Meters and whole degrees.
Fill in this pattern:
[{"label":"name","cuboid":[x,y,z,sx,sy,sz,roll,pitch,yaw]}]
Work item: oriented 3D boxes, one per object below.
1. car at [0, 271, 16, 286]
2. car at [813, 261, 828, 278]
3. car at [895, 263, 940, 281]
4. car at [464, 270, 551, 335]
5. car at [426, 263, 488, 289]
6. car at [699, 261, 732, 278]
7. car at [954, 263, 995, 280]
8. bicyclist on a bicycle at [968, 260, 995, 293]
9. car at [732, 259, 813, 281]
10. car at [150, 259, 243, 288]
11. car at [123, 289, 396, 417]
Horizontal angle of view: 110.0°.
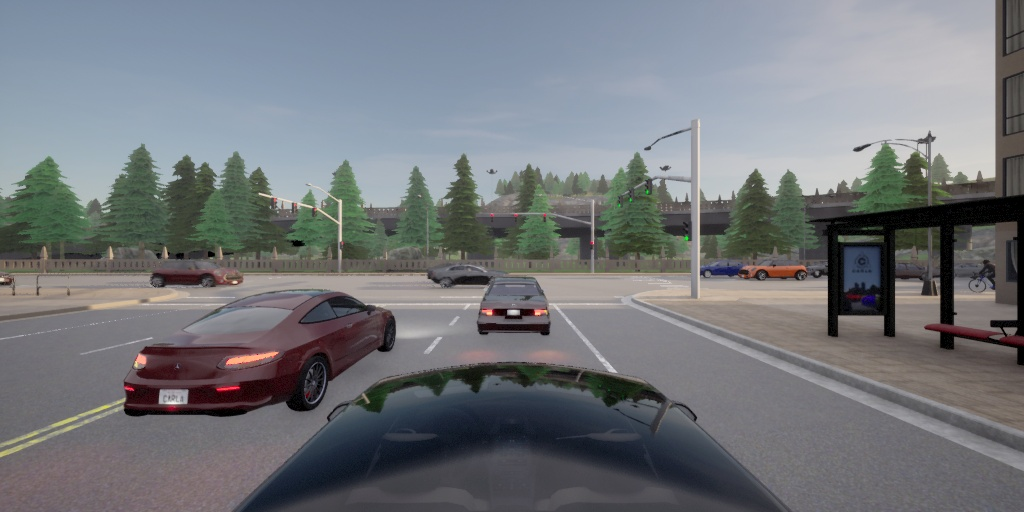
[{"label":"car","cuboid":[-34.292,1.220,22.447,4.674,1.442,1.812,0,0,0]},{"label":"car","cuboid":[28.286,1.186,32.146,4.902,1.511,2.128,0,0,4]},{"label":"car","cuboid":[30.554,1.242,28.534,5.357,1.411,2.033,0,0,6]},{"label":"car","cuboid":[0.087,1.297,10.464,2.033,1.411,5.357,0,0,1]},{"label":"car","cuboid":[-2.508,1.221,22.132,4.902,1.511,2.128,0,0,1]},{"label":"car","cuboid":[18.905,1.172,32.527,5.008,1.535,1.882,0,0,1]},{"label":"car","cuboid":[38.074,1.258,30.464,4.181,1.385,1.994,0,0,17]},{"label":"bicyclist on a bicycle","cuboid":[22.755,0.995,17.060,0.582,1.620,1.656,0,0,1]},{"label":"car","cuboid":[20.951,1.046,28.973,4.553,1.767,2.097,0,0,2]},{"label":"car","cuboid":[-19.490,1.045,22.328,4.553,1.767,2.097,0,0,1]},{"label":"car","cuboid":[-3.447,1.276,5.969,1.812,1.442,4.674,0,0,0]}]
